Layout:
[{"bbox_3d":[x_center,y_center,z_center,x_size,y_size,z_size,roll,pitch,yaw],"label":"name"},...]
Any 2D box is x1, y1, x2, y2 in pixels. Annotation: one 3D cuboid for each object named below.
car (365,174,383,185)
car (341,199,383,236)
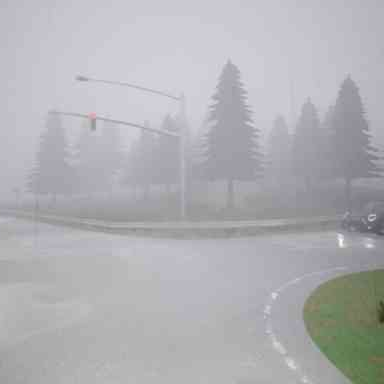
[{"bbox_3d":[27.997,-2.140,51.240,2.150,2.045,5.566,0,5,25],"label":"car"},{"bbox_3d":[9.939,1.134,17.061,4.553,1.767,2.097,-2,1,-21],"label":"car"}]
